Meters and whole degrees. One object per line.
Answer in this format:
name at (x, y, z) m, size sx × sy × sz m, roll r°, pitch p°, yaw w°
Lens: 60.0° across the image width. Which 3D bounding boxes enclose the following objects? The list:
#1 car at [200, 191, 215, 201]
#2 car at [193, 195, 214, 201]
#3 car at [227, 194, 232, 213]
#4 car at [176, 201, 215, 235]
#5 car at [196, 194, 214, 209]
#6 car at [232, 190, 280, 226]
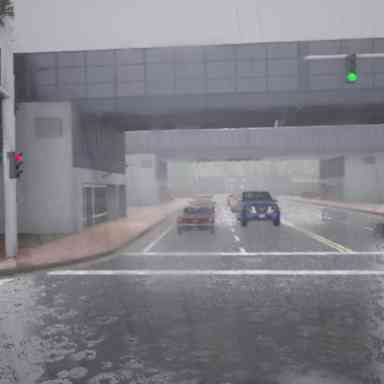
car at (2.483, 0.555, 52.837) m, size 2.128 × 1.511 × 4.902 m, roll -1°, pitch 1°, yaw 3°
car at (0.848, 1.161, 27.109) m, size 1.882 × 1.535 × 5.008 m, roll -1°, pitch 1°, yaw 4°
car at (4.552, 0.932, 30.341) m, size 2.097 × 1.767 × 4.553 m, roll -1°, pitch 1°, yaw 4°
car at (0.280, 1.397, 17.726) m, size 1.895 × 1.301 × 4.718 m, roll -1°, pitch 1°, yaw 4°
car at (1.488, 1.036, 37.654) m, size 1.882 × 1.535 × 5.008 m, roll -1°, pitch 0°, yaw 4°
car at (3.966, 0.916, 20.781) m, size 2.150 × 2.045 × 5.566 m, roll -1°, pitch 1°, yaw 4°
